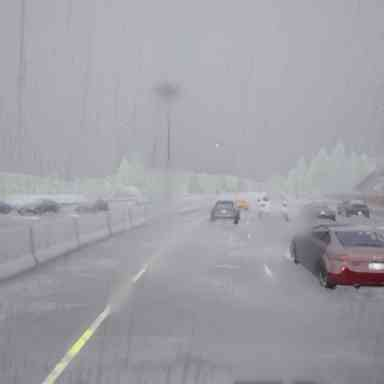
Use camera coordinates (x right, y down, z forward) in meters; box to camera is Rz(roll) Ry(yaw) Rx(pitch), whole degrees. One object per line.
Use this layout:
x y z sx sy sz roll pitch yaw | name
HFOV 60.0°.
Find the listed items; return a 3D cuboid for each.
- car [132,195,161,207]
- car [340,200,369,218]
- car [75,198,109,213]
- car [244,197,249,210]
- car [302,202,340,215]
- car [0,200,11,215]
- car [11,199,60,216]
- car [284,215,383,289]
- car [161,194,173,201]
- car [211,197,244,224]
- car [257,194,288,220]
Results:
-5.484 1.384 38.954 1.812 1.442 4.674 0 0 12 | car
14.220 1.448 29.587 1.837 1.490 4.892 0 0 12 | car
-10.096 1.387 34.069 1.812 1.442 4.674 0 0 12 | car
6.106 1.358 42.058 1.882 1.535 5.008 0 0 12 | car
10.040 1.506 26.524 1.994 1.385 4.181 0 0 11 | car
-18.121 1.379 29.480 1.812 1.442 4.674 0 0 10 | car
-14.239 1.384 31.232 1.812 1.442 4.674 0 0 11 | car
4.064 1.545 9.076 1.994 1.385 4.181 0 0 4 | car
-5.509 1.188 72.100 2.033 1.411 5.357 0 0 12 | car
2.526 1.358 24.431 2.033 1.649 4.856 0 0 10 | car
6.624 1.151 27.418 2.150 2.045 5.566 0 0 11 | car
